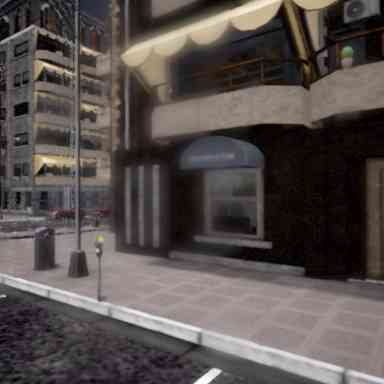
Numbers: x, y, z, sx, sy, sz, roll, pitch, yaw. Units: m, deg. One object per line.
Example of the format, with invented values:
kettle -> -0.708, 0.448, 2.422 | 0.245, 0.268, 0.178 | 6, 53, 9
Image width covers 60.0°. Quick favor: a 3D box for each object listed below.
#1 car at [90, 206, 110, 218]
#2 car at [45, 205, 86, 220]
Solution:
car -> -10.277, 2.377, 40.142 | 1.802, 1.307, 4.206 | -1, -2, 35
car -> -13.517, 2.134, 35.488 | 1.967, 1.590, 4.097 | -1, -2, 35
